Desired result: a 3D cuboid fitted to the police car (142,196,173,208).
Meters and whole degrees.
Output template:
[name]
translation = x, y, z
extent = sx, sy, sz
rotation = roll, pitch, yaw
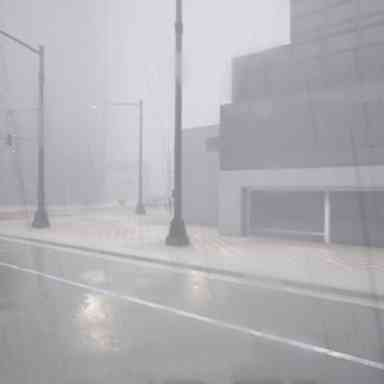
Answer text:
[police car]
translation = -4.794, 1.341, 44.967
extent = 2.038, 1.542, 4.974
rotation = 1, 0, 36
